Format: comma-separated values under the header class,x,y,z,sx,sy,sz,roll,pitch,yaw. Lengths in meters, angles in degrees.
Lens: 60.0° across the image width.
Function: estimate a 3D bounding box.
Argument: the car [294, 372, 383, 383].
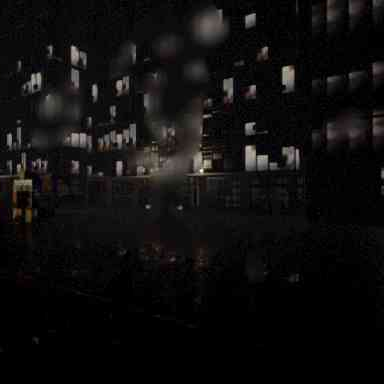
class,x,y,z,sx,sy,sz,roll,pitch,yaw
car,2.270,1.582,1.240,4.206,1.307,1.802,0,0,36
